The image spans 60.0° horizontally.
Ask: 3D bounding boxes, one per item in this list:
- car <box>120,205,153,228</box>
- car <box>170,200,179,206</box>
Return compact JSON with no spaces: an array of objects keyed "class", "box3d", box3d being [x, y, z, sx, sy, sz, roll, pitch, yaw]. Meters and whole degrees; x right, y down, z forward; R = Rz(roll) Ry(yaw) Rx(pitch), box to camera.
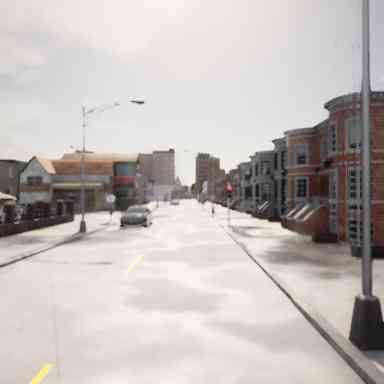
[{"class":"car","box3d":[-4.019,1.782,24.570,1.837,1.490,4.892,0,-1,0]},{"class":"car","box3d":[-3.971,2.634,77.460,1.994,1.385,4.181,0,-1,0]}]
